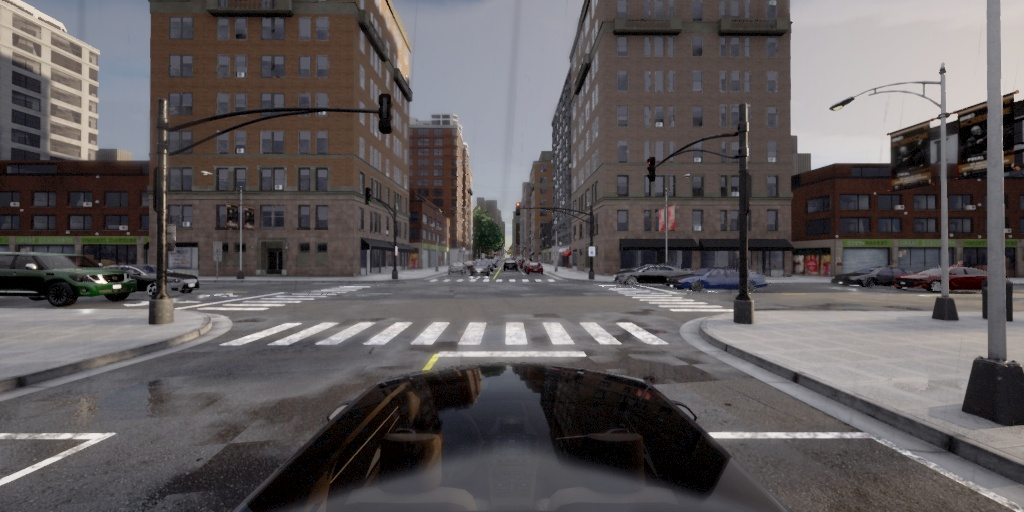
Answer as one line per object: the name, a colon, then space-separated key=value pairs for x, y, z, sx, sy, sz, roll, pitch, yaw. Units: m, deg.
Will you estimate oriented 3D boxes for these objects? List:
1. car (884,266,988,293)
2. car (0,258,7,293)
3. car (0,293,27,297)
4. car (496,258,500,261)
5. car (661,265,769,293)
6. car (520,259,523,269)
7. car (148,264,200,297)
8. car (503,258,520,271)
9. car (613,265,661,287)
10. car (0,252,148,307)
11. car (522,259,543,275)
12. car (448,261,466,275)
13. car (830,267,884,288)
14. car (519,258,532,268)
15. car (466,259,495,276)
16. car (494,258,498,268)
car: x=25.710 y=1.361 z=21.293 sx=5.008 sy=1.535 sz=1.882 roll=1 pitch=0 yaw=0
car: x=-28.377 y=0.978 z=17.445 sx=4.553 sy=1.767 sz=2.097 roll=0 pitch=0 yaw=-1
car: x=-5.856 y=1.190 z=1.534 sx=1.967 sy=1.591 sz=4.097 roll=0 pitch=0 yaw=0
car: x=-3.490 y=1.329 z=61.367 sx=1.837 sy=1.490 sz=4.892 roll=0 pitch=0 yaw=0
car: x=11.988 y=1.369 z=21.097 sx=5.357 sy=1.411 sz=2.033 roll=0 pitch=0 yaw=-3
car: x=2.414 y=1.354 z=45.492 sx=1.948 sy=1.339 sz=4.313 roll=0 pitch=0 yaw=-1
car: x=-18.119 y=1.156 z=17.514 sx=4.902 sy=1.511 sz=2.128 roll=0 pitch=0 yaw=-1
car: x=-0.218 y=1.277 z=51.233 sx=1.882 sy=1.535 sz=5.008 roll=0 pitch=0 yaw=-1
car: x=9.471 y=1.329 z=24.583 sx=4.902 sy=1.511 sz=2.128 roll=0 pitch=-1 yaw=2
car: x=-18.469 y=0.859 z=14.268 sx=5.566 sy=2.045 sz=2.150 roll=0 pitch=0 yaw=0
car: x=2.475 y=1.324 z=39.985 sx=1.888 sy=1.381 sz=4.507 roll=0 pitch=0 yaw=-1
car: x=-6.050 y=1.329 z=39.895 sx=2.007 sy=1.370 sz=4.403 roll=0 pitch=0 yaw=-1
car: x=25.143 y=1.455 z=24.541 sx=5.357 sy=1.411 sz=2.033 roll=0 pitch=0 yaw=0
car: x=2.351 y=1.325 z=51.168 sx=1.751 sy=1.417 sz=4.829 roll=0 pitch=0 yaw=-1
car: x=-3.255 y=1.267 z=37.638 sx=2.128 sy=1.511 sz=4.902 roll=0 pitch=0 yaw=0
car: x=-3.360 y=1.339 z=47.443 sx=2.033 sy=1.411 sz=5.357 roll=0 pitch=0 yaw=-1
